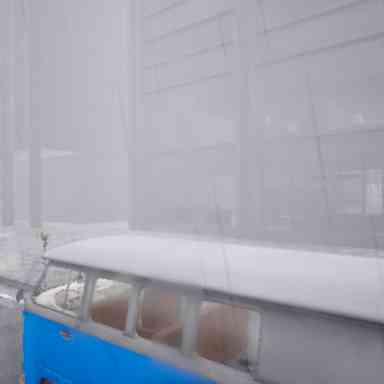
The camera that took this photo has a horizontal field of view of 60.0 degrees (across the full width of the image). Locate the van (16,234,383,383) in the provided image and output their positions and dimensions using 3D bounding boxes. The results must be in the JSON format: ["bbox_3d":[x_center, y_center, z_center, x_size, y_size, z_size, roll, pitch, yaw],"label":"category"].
[{"bbox_3d":[0.128,1.356,2.874,3.998,1.788,1.690,-1,-1,35],"label":"van"}]
